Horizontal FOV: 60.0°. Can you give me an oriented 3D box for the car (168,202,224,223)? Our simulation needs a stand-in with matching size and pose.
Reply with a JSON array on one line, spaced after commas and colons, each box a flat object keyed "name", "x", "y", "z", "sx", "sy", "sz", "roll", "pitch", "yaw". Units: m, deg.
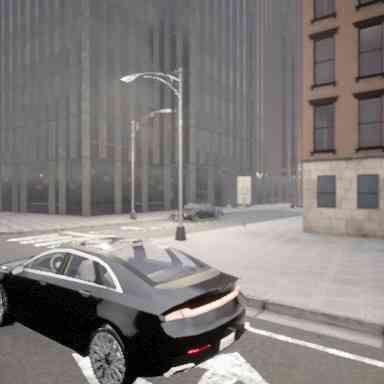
[{"name": "car", "x": 0.469, "y": 1.527, "z": 26.023, "sx": 2.033, "sy": 1.411, "sz": 5.357, "roll": 0, "pitch": 0, "yaw": 37}]

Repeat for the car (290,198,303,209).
[{"name": "car", "x": 15.243, "y": 1.571, "z": 45.783, "sx": 2.033, "sy": 1.411, "sz": 5.357, "roll": 0, "pitch": 0, "yaw": 37}]

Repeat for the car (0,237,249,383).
[{"name": "car", "x": -1.496, "y": 1.489, "z": 5.305, "sx": 4.902, "sy": 1.511, "sz": 2.128, "roll": 0, "pitch": 0, "yaw": 38}]
